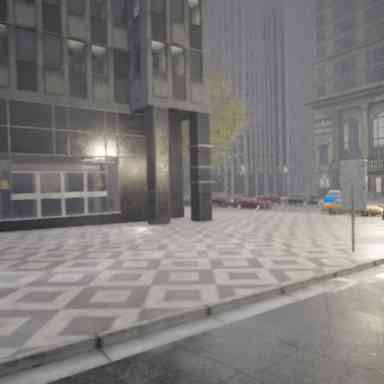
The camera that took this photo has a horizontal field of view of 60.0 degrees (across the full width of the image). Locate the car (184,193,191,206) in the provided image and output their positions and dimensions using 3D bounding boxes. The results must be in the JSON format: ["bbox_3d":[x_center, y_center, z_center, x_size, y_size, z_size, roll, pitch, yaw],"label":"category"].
[{"bbox_3d":[0.351,1.165,44.110,2.008,1.369,4.403,-2,1,-36],"label":"car"}]

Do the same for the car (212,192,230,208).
[{"bbox_3d":[3.450,0.943,39.824,2.192,1.841,5.009,-2,1,-36],"label":"car"}]

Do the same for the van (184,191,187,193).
[{"bbox_3d":[-2.566,0.655,62.644,1.690,1.788,3.998,-2,1,-36],"label":"van"}]

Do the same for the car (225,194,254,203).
[{"bbox_3d":[6.970,0.934,49.499,1.802,1.307,4.206,-2,1,-36],"label":"car"}]

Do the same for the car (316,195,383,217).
[{"bbox_3d":[12.863,1.198,26.837,1.752,1.417,4.829,-2,1,-36],"label":"car"}]

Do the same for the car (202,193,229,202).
[{"bbox_3d":[3.793,0.889,53.882,2.008,1.369,4.403,-2,1,-36],"label":"car"}]

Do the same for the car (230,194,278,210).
[{"bbox_3d":[6.559,1.187,35.545,1.887,1.381,4.507,-2,1,-36],"label":"car"}]

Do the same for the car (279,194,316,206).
[{"bbox_3d":[13.324,0.946,40.733,1.947,1.339,4.313,-2,1,-36],"label":"car"}]

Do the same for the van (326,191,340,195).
[{"bbox_3d":[16.496,0.736,36.346,1.690,1.788,3.998,-2,1,-36],"label":"van"}]
